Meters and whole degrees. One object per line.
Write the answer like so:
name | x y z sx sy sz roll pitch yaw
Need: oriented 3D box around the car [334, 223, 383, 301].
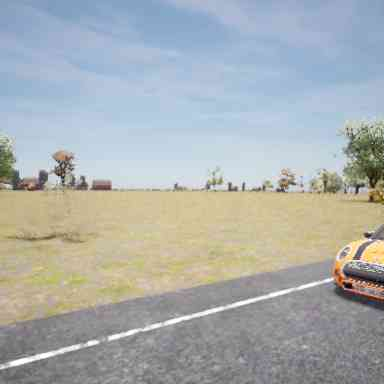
car | 5.362 1.366 7.816 4.553 1.767 2.097 0 0 -35
